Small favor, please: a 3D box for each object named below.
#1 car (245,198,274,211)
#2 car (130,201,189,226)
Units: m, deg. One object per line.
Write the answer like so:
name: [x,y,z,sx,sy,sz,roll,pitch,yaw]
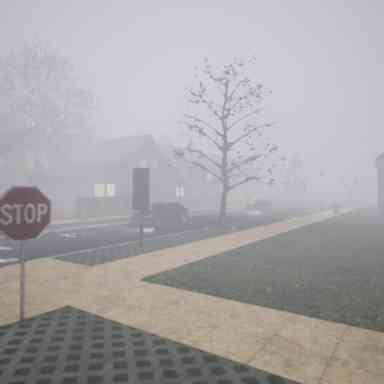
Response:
car: [7.582,1.370,37.183,1.994,1.385,4.181,1,1,34]
car: [-2.114,1.399,22.789,1.837,1.490,4.892,1,1,34]
